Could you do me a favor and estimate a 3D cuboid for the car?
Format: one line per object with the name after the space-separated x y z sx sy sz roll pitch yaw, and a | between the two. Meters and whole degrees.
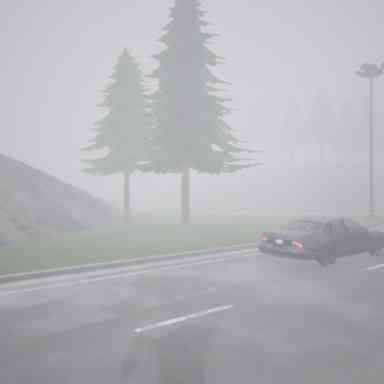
4.686 1.540 11.459 5.357 1.411 2.033 0 0 -35 | car
